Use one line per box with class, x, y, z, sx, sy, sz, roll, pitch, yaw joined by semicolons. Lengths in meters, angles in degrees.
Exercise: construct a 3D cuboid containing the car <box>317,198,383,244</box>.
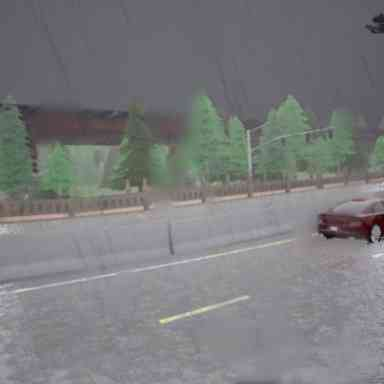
car;7.033;0.969;13.210;5.008;1.535;1.882;-5;3;-35
